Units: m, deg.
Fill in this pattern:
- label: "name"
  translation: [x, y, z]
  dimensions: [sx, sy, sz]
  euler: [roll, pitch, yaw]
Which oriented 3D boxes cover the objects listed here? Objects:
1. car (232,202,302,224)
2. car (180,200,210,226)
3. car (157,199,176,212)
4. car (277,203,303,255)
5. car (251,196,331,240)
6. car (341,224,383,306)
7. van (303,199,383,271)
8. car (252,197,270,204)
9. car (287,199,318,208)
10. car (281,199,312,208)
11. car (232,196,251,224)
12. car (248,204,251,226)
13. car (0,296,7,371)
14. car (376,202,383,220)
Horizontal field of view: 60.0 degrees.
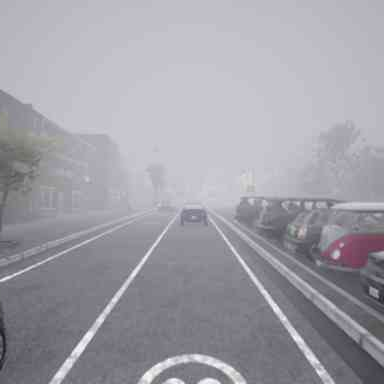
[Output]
- label: "car"
  translation: [5.622, 1.589, 25.444]
  dimensions: [4.892, 1.521, 2.231]
  euler: [0, -1, 0]
- label: "car"
  translation: [0.129, 1.581, 24.624]
  dimensions: [1.882, 1.535, 5.008]
  euler: [0, -1, 0]
- label: "car"
  translation: [-3.288, 1.694, 43.444]
  dimensions: [2.097, 1.767, 4.553]
  euler: [0, -1, 0]
- label: "car"
  translation: [5.577, 1.377, 11.434]
  dimensions: [4.553, 1.767, 2.185]
  euler: [0, 0, 0]
- label: "car"
  translation: [5.640, 1.263, 14.235]
  dimensions: [5.566, 2.045, 2.435]
  euler: [0, 0, 0]
- label: "car"
  translation: [5.600, 1.487, 5.825]
  dimensions: [4.892, 1.521, 2.231]
  euler: [0, 0, 0]
- label: "van"
  translation: [5.491, 1.268, 8.630]
  dimensions: [4.442, 1.987, 1.878]
  euler: [0, 0, 0]
- label: "car"
  translation: [18.865, 2.273, 90.699]
  dimensions: [4.553, 1.767, 2.185]
  euler: [0, -1, 0]
- label: "car"
  translation: [18.766, 2.009, 56.666]
  dimensions: [4.674, 1.452, 2.002]
  euler: [0, -1, 0]
- label: "car"
  translation: [18.780, 2.008, 59.815]
  dimensions: [5.008, 1.535, 2.097]
  euler: [0, -1, 0]
- label: "car"
  translation: [5.652, 1.313, 22.645]
  dimensions: [5.566, 2.045, 2.435]
  euler: [0, 0, 0]
- label: "car"
  translation: [5.621, 1.528, 17.039]
  dimensions: [4.892, 1.521, 2.231]
  euler: [0, 0, 0]
- label: "car"
  translation: [-3.347, 1.360, 2.219]
  dimensions: [2.097, 1.767, 4.553]
  euler: [0, 0, 0]
- label: "car"
  translation: [18.708, 1.615, 28.183]
  dimensions: [5.008, 1.535, 2.097]
  euler: [0, -1, 0]
